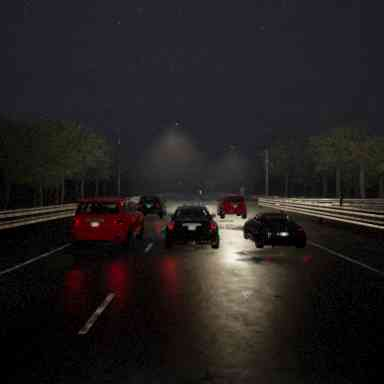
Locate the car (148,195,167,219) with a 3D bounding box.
[{"bbox_3d":[-3.501,1.253,29.680,2.150,2.045,5.566,0,0,0],"label":"car"}]

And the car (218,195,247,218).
[{"bbox_3d":[3.500,1.253,29.680,2.150,2.045,5.566,0,0,0],"label":"car"}]

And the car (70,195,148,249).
[{"bbox_3d":[-3.500,1.258,14.681,2.150,2.045,5.566,0,0,0],"label":"car"}]

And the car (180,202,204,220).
[{"bbox_3d":[0.000,1.612,29.680,1.895,1.301,4.718,0,0,0],"label":"car"}]

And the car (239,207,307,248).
[{"bbox_3d":[3.500,1.573,14.650,1.994,1.385,4.181,0,0,0],"label":"car"}]

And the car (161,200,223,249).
[{"bbox_3d":[0.000,1.366,14.620,2.097,1.767,4.553,0,0,0],"label":"car"}]
